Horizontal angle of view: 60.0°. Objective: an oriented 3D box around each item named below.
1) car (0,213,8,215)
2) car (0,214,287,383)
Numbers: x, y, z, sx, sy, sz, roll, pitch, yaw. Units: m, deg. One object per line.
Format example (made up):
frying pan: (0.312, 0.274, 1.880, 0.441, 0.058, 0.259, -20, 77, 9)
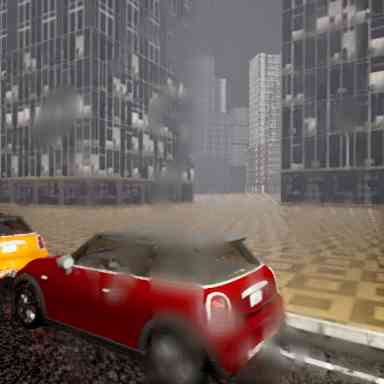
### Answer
car: (-5.952, 1.323, 8.870, 4.553, 1.767, 2.097, 0, 0, 34)
car: (-0.934, 1.343, 5.411, 4.553, 1.767, 2.097, 0, 0, 35)
